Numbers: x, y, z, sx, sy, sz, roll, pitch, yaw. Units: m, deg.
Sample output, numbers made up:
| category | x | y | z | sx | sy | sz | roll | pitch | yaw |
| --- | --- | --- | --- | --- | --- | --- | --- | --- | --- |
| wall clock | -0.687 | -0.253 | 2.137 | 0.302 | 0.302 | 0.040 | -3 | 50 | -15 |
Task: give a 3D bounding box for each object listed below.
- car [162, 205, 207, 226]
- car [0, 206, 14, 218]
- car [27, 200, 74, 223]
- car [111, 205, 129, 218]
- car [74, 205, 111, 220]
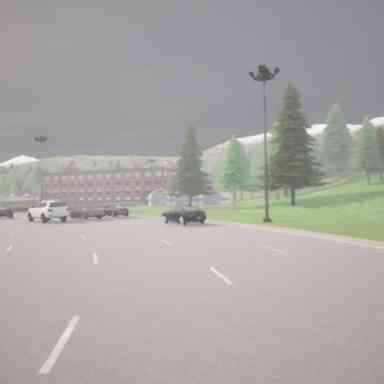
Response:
| category | x | y | z | sx | sy | sz | roll | pitch | yaw |
| --- | --- | --- | --- | --- | --- | --- | --- | --- | --- |
| car | -0.737 | 1.821 | 27.136 | 1.882 | 1.535 | 5.008 | -1 | -1 | -31 |
| car | -22.977 | 2.404 | 39.170 | 4.674 | 1.442 | 1.812 | -1 | -1 | 28 |
| car | -14.026 | 1.861 | 32.341 | 5.566 | 2.045 | 2.150 | -2 | -1 | 44 |
| car | -8.827 | 2.134 | 37.327 | 1.812 | 1.442 | 4.674 | 0 | -1 | -45 |
| car | -11.131 | 2.166 | 34.777 | 5.357 | 1.411 | 2.033 | -2 | -1 | 44 |
